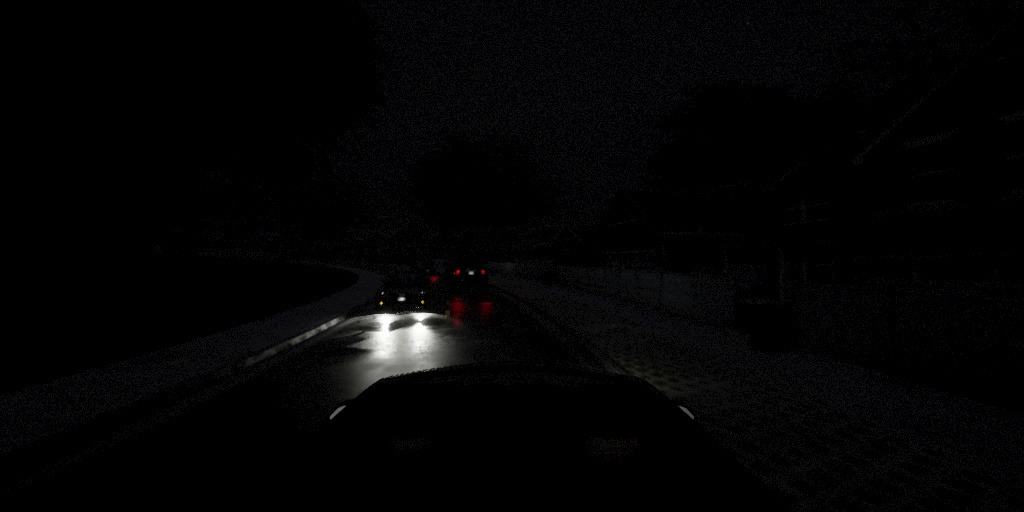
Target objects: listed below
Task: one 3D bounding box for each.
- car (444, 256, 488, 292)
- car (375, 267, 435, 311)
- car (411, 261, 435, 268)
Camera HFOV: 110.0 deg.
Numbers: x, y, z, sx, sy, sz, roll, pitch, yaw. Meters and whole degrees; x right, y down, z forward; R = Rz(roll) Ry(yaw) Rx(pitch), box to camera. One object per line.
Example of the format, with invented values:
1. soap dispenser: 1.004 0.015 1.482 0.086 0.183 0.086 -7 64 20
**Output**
1. car: -2.901 1.025 22.025 2.150 2.045 5.566 0 0 -15
2. car: -4.321 1.354 14.788 1.994 1.385 4.181 0 0 -11
3. car: -9.804 1.235 39.256 2.128 1.511 4.902 0 0 -27
